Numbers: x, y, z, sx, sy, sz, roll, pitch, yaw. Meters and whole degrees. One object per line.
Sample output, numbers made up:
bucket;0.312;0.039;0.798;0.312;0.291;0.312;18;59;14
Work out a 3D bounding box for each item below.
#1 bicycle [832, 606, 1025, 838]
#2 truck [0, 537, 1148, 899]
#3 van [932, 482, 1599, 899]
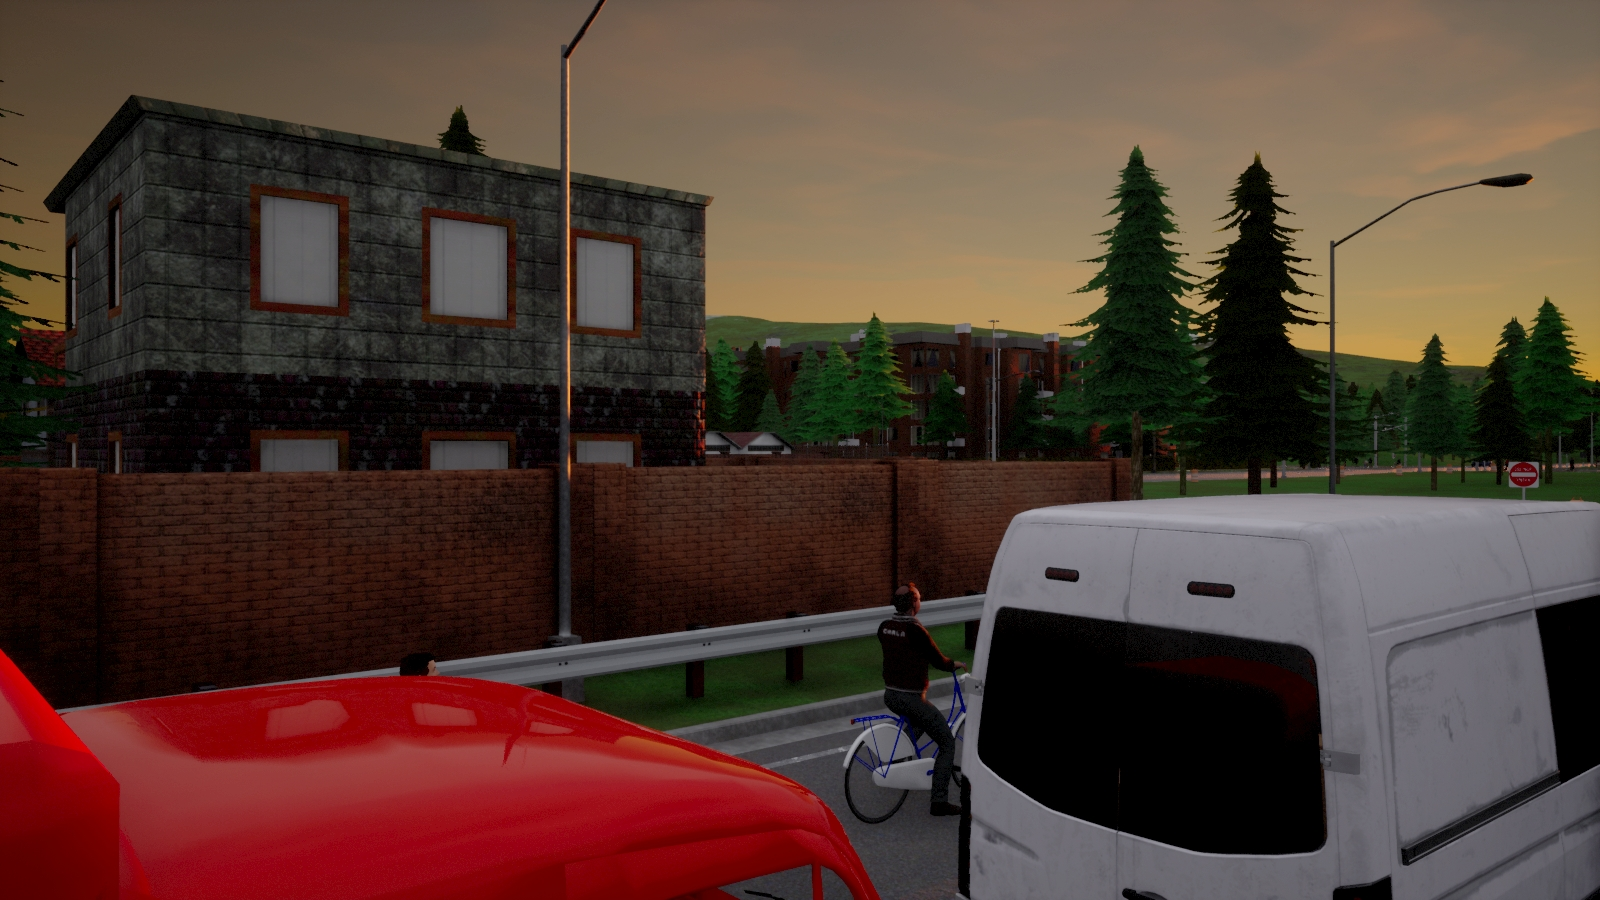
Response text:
bicycle;1.045;2.060;8.955;1.835;1.471;0.329;0;0;-40
truck;-2.109;1.568;1.686;5.204;2.467;2.627;0;0;-40
van;3.509;1.534;6.458;5.915;2.561;1.988;0;0;-40
